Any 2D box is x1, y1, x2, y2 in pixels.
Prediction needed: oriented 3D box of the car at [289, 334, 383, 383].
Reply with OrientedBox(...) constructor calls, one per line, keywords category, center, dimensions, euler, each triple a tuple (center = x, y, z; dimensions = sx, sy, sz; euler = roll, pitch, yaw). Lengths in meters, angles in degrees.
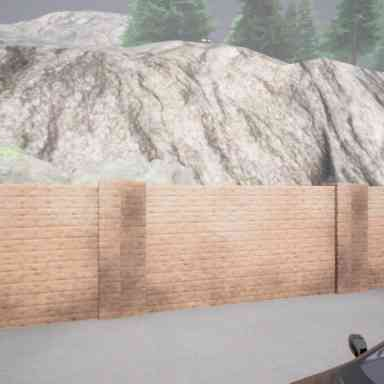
OrientedBox(category="car", center=(2.235, 1.492, 1.870), dimensions=(4.902, 1.511, 2.128), euler=(0, 0, -18))
